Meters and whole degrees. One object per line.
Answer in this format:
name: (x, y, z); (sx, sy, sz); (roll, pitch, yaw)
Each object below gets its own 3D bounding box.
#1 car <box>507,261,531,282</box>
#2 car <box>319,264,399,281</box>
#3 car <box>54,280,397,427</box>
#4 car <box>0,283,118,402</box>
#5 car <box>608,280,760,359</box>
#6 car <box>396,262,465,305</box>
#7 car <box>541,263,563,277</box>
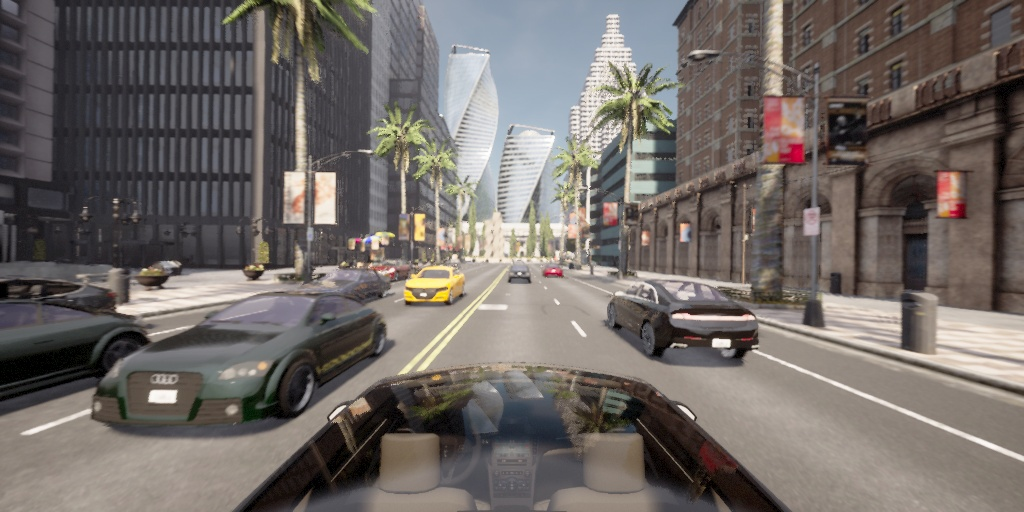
car: (0.609, 1.368, 29.522); (2.033, 1.411, 5.357); (1, 0, 1)
car: (-6.839, 1.231, 15.283); (2.033, 1.411, 5.357); (1, 0, 2)
car: (-3.566, 1.273, 5.700); (1.994, 1.385, 4.181); (1, 0, 1)
car: (-7.092, 1.219, 4.289); (1.994, 1.385, 4.181); (1, 0, 1)
car: (3.698, 1.309, 8.657); (2.128, 1.511, 4.902); (1, 0, 1)
car: (-3.320, 1.213, 16.184); (1.882, 1.535, 5.008); (1, 0, 1)
car: (4.201, 1.454, 37.743); (1.994, 1.385, 4.181); (1, 0, 1)
